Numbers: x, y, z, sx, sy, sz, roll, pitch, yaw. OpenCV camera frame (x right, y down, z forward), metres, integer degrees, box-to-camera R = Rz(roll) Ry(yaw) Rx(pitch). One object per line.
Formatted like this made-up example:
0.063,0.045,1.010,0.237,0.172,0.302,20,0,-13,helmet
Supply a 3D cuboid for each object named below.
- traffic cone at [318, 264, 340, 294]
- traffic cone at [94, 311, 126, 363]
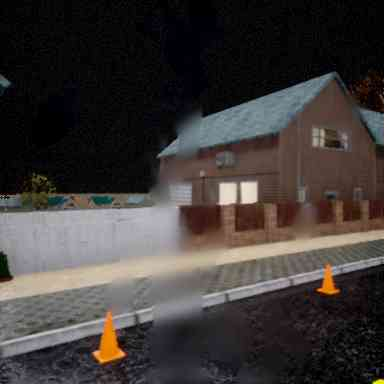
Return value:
3.042,1.912,7.409,0.340,0.580,0.340,0,0,-34,traffic cone
-1.133,1.940,4.566,0.340,0.580,0.340,0,0,-35,traffic cone
